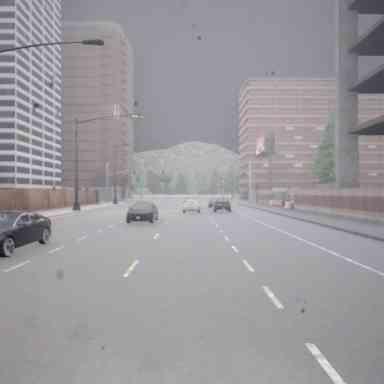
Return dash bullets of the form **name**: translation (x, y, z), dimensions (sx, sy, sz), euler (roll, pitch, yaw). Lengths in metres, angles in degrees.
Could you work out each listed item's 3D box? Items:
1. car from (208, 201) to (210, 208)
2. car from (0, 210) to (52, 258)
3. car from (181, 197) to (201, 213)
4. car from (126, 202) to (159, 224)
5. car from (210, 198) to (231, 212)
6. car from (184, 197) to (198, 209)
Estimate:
- **car**: translation (3.336, 1.614, 47.963), dimensions (1.895, 1.301, 4.718), euler (0, 0, 0)
- **car**: translation (-7.135, 1.495, 12.853), dimensions (2.128, 1.511, 4.902), euler (0, 0, 0)
- **car**: translation (-0.056, 1.536, 37.130), dimensions (1.812, 1.442, 4.674), euler (0, 0, 0)
- **car**: translation (-3.612, 1.484, 24.817), dimensions (1.882, 1.535, 5.008), euler (0, 0, 0)
- **car**: translation (3.416, 1.515, 38.440), dimensions (1.837, 1.490, 4.892), euler (0, 0, 0)
- **car**: translation (-0.107, 1.490, 47.390), dimensions (1.882, 1.535, 5.008), euler (0, 0, 0)
